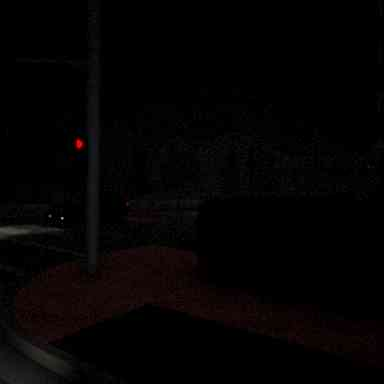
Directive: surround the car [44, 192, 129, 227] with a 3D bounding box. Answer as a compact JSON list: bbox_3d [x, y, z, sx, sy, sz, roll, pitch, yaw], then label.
[{"bbox_3d":[-6.724,1.036,21.937,2.150,2.045,5.566,1,1,38],"label":"car"}]
